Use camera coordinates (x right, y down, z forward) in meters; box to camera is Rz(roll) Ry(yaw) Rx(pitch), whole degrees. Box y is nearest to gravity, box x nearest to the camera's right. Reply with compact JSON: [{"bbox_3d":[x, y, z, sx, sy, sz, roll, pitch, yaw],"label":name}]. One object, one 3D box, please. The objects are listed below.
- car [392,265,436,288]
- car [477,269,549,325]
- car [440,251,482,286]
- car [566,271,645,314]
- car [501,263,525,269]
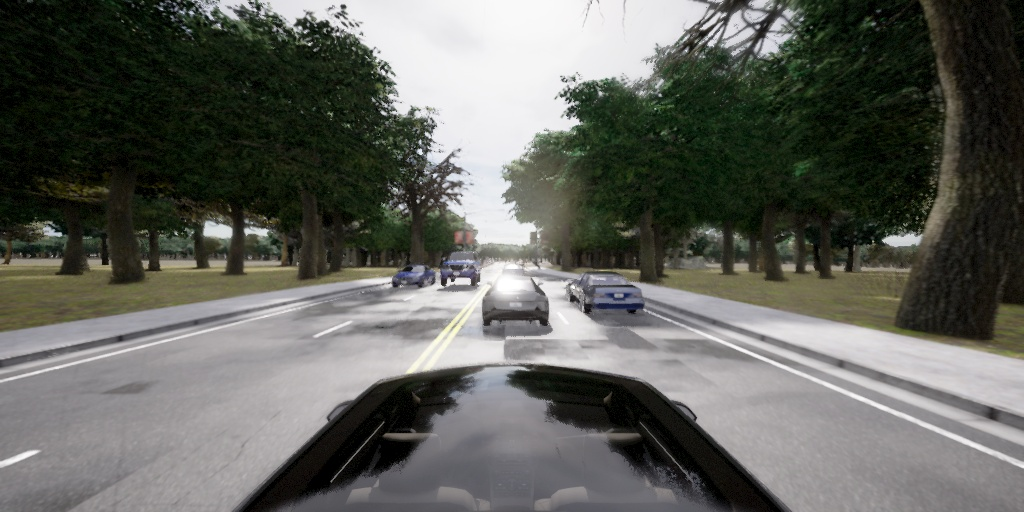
[{"bbox_3d":[-6.348,1.305,23.757,1.812,1.442,4.674,0,0,3],"label":"car"},{"bbox_3d":[0.102,1.307,11.858,1.994,1.385,4.181,0,0,0],"label":"car"},{"bbox_3d":[-3.247,0.686,23.727,2.150,2.045,5.566,0,0,0],"label":"car"},{"bbox_3d":[3.349,1.290,13.775,2.033,1.411,5.357,0,0,0],"label":"car"},{"bbox_3d":[0.106,1.304,29.498,2.033,1.411,5.357,0,0,0],"label":"car"}]
